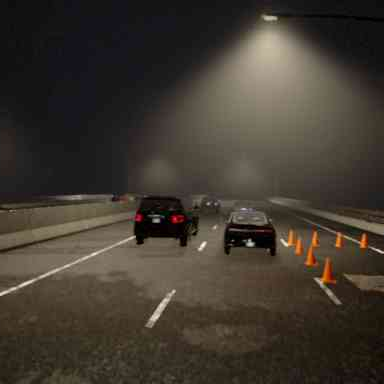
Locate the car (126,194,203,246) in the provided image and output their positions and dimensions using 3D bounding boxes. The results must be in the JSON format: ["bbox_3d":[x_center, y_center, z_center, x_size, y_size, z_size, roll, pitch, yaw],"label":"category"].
[{"bbox_3d":[-0.988,1.169,15.312,2.150,2.045,5.566,1,0,8],"label":"car"}]

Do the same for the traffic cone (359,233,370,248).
[{"bbox_3d":[7.327,2.047,14.124,0.340,0.580,0.340,1,0,8],"label":"traffic cone"}]

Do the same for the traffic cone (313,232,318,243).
[{"bbox_3d":[5.347,2.012,14.402,0.340,0.580,0.340,1,0,8],"label":"traffic cone"}]

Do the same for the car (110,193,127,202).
[{"bbox_3d":[-12.700,0.976,58.795,2.097,1.767,4.553,1,0,9],"label":"car"}]

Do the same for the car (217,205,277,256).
[{"bbox_3d":[2.270,1.498,13.374,2.128,1.511,4.902,1,0,8],"label":"car"}]

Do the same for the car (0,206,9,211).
[{"bbox_3d":[-11.545,1.265,17.083,1.837,1.490,4.892,1,0,8],"label":"car"}]

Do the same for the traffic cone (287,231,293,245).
[{"bbox_3d":[4.357,1.995,14.541,0.340,0.580,0.340,1,0,8],"label":"traffic cone"}]

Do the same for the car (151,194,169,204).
[{"bbox_3d":[-5.619,1.235,58.931,2.128,1.511,4.902,1,0,9],"label":"car"}]

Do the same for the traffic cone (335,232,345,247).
[{"bbox_3d":[6.337,2.029,14.263,0.340,0.580,0.340,1,0,8],"label":"traffic cone"}]

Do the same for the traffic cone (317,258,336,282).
[{"bbox_3d":[3.523,1.995,8.599,0.340,0.580,0.340,1,0,8],"label":"traffic cone"}]

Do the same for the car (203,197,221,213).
[{"bbox_3d":[2.011,1.292,36.694,2.097,1.767,4.553,1,0,8],"label":"car"}]

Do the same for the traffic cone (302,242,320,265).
[{"bbox_3d":[3.801,1.995,10.580,0.340,0.580,0.340,1,0,8],"label":"traffic cone"}]

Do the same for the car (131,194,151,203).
[{"bbox_3d":[-9.059,1.175,59.556,2.128,1.511,4.902,1,0,9],"label":"car"}]

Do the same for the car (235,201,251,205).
[{"bbox_3d":[4.776,1.550,31.226,2.033,1.411,5.357,1,0,8],"label":"car"}]

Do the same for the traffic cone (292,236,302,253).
[{"bbox_3d":[4.079,1.995,12.560,0.340,0.580,0.340,1,0,8],"label":"traffic cone"}]
